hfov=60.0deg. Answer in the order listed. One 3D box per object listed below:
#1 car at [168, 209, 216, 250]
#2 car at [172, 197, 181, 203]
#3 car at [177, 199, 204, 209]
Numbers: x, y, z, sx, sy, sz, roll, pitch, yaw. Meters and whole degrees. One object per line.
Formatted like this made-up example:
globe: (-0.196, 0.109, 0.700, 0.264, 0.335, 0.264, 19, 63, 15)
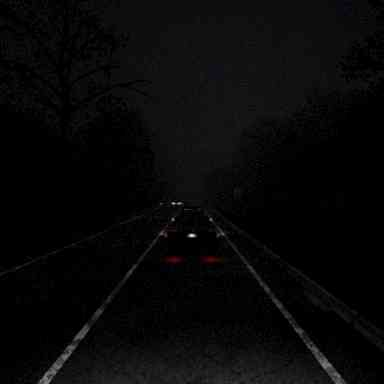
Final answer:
car: (0.000, 1.644, 14.654, 1.994, 1.385, 4.181, 0, 0, 0)
car: (-3.500, 1.736, 75.937, 1.994, 1.385, 4.181, 0, 0, 0)
car: (0.000, 1.659, 29.653, 2.128, 1.511, 4.902, 0, 0, 0)
